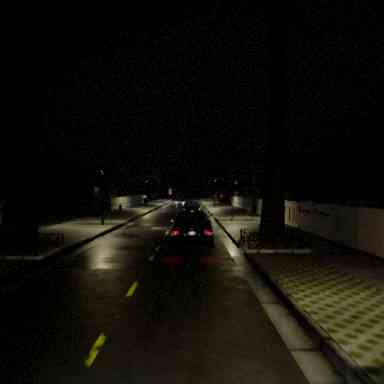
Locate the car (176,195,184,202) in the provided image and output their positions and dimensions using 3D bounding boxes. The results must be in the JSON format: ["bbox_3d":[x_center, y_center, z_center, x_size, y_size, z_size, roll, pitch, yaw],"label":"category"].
[{"bbox_3d":[-2.750,1.396,75.954,1.837,1.490,4.892,0,0,0],"label":"car"}]

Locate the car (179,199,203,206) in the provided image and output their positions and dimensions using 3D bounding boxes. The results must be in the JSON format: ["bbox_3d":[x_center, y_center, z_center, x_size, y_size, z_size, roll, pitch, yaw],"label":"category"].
[{"bbox_3d":[0.000,1.564,29.651,1.994,1.385,4.181,0,0,0],"label":"car"}]

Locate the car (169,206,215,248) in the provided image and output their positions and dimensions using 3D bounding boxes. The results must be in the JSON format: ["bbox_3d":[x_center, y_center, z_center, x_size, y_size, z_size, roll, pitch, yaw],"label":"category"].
[{"bbox_3d":[0.000,1.559,14.650,2.033,1.411,5.357,0,0,0],"label":"car"}]
